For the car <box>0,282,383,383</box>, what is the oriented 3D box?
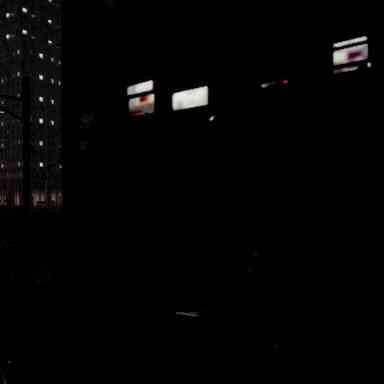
[{"bbox_3d":[-0.262,1.557,3.070,4.313,1.339,1.947,0,0,36],"label":"car"}]
